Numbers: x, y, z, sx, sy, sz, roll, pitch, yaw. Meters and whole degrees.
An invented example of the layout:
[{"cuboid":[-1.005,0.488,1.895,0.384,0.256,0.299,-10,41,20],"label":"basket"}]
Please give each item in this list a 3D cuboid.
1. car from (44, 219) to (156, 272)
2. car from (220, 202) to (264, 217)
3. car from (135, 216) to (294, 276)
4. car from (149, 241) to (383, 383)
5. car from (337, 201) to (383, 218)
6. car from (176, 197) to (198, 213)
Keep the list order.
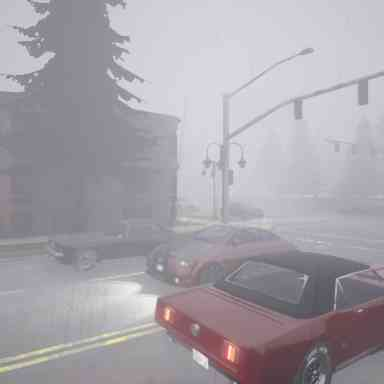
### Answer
[{"cuboid":[-2.210,1.601,10.907,4.718,1.301,1.895,0,0,-34],"label":"car"},{"cuboid":[4.275,1.564,29.074,1.994,1.385,4.181,0,0,-33],"label":"car"},{"cuboid":[0.920,1.564,8.781,4.181,1.385,1.994,0,0,-34],"label":"car"},{"cuboid":[1.941,1.601,5.014,4.718,1.301,1.895,0,0,-34],"label":"car"},{"cuboid":[15.859,1.526,30.663,1.812,1.442,4.674,-2,1,-43],"label":"car"},{"cuboid":[-1.288,1.352,37.556,2.097,1.767,4.553,0,0,-33],"label":"car"}]
